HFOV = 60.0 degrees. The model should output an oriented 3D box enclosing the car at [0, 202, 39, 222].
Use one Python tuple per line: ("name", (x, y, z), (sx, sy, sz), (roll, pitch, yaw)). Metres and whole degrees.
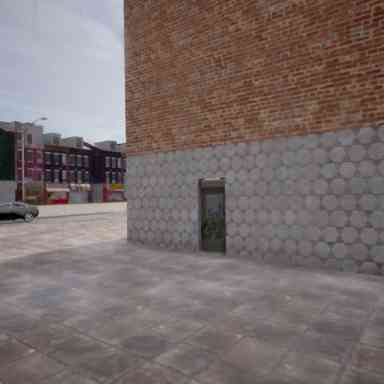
("car", (-13.157, 1.441, 23.053), (2.128, 1.511, 4.902), (-2, 0, 36))
